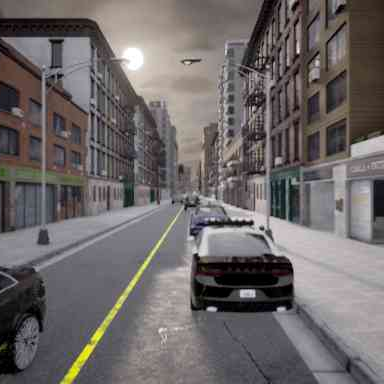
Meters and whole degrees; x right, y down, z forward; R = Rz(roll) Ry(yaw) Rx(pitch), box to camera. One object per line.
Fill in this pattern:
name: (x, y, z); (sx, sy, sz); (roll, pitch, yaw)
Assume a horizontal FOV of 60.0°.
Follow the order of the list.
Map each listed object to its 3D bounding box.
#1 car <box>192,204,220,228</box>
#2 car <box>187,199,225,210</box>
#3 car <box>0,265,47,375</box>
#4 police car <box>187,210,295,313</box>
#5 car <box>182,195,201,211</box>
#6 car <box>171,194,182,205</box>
car: (0.940, 1.641, 23.896); (1.812, 1.442, 4.674); (0, 0, 0)
car: (0.929, 1.438, 17.868); (2.097, 1.767, 4.553); (0, 0, 0)
car: (-2.995, 1.507, 2.844); (2.128, 1.511, 4.902); (0, 0, 0)
police car: (0.913, 1.465, 8.007); (1.930, 1.638, 5.238); (0, 0, 0)
car: (0.078, 1.423, 44.990); (2.150, 2.045, 5.566); (0, 0, 0)
car: (-2.891, 1.488, 65.622); (2.150, 2.045, 5.566); (0, 0, 0)
